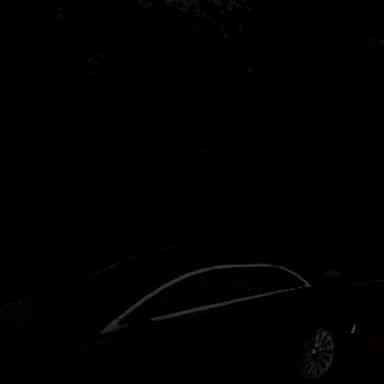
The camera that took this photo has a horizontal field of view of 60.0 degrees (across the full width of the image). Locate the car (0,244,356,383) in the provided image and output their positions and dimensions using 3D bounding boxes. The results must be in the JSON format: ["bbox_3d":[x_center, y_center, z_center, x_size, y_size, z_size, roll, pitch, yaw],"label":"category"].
[{"bbox_3d":[-0.208,1.459,4.009,4.902,1.511,2.128,0,0,-27],"label":"car"}]
